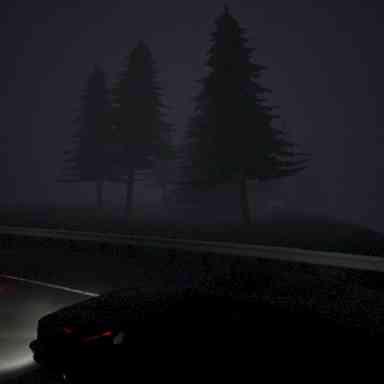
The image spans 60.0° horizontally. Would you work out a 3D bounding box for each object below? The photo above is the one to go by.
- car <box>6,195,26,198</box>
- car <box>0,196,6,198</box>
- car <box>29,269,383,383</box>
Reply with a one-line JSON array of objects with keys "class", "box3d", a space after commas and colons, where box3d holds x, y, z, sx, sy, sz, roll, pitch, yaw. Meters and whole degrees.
[{"class": "car", "box3d": [-39.177, 1.478, 75.425, 1.882, 1.535, 5.008, 0, 0, 5]}, {"class": "car", "box3d": [-42.714, 1.540, 74.664, 2.033, 1.411, 5.357, 0, 0, 5]}, {"class": "car", "box3d": [0.684, 1.547, 3.241, 5.357, 1.411, 2.033, 0, 0, 34]}]
